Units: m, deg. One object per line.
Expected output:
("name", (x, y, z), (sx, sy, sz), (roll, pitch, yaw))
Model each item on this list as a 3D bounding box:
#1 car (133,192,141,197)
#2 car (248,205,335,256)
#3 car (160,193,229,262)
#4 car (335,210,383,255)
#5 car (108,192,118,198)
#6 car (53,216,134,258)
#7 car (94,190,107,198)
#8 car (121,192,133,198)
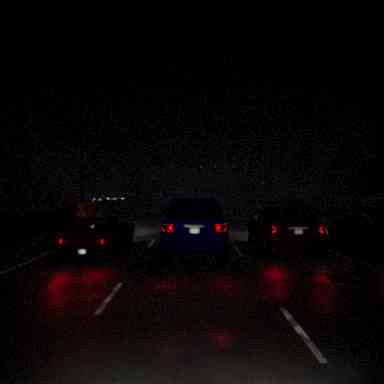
("car", (-15.012, 1.030, 93.888), (1.895, 1.301, 4.718), (0, 0, -3))
("car", (3.542, 1.333, 13.147), (2.097, 1.767, 4.553), (0, 0, 0))
("car", (0.043, 1.204, 12.248), (2.150, 2.045, 5.566), (0, 0, -1))
("car", (7.043, 1.473, 13.142), (2.128, 1.511, 4.902), (0, 0, 0))
("car", (-21.837, 0.930, 91.520), (1.882, 1.535, 5.008), (0, 0, -3))
("car", (-3.457, 1.583, 12.715), (1.895, 1.301, 4.718), (0, 0, 0))
("car", (-25.228, 0.962, 90.154), (1.837, 1.490, 4.892), (0, 0, -3))
("car", (-18.439, 0.996, 92.743), (1.994, 1.385, 4.181), (0, 0, -3))
